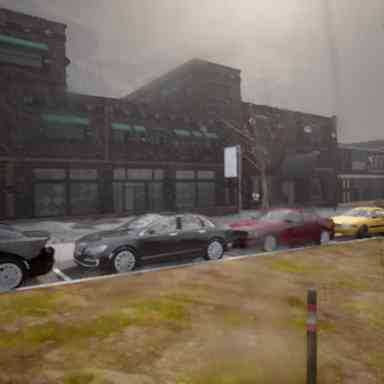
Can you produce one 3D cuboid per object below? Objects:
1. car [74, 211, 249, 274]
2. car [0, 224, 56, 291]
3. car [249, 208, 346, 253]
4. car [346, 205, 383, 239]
[{"bbox_3d":[-0.945,1.355,9.952,4.892,1.521,2.231,0,0,-33],"label":"car"},{"bbox_3d":[-5.452,1.288,6.729,5.008,1.535,2.097,1,0,-33],"label":"car"},{"bbox_3d":[3.575,1.402,13.183,5.008,1.535,2.097,1,-1,-33],"label":"car"},{"bbox_3d":[8.761,1.439,16.900,5.366,1.575,1.946,1,0,-33],"label":"car"}]
